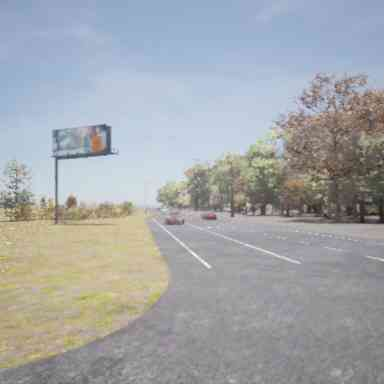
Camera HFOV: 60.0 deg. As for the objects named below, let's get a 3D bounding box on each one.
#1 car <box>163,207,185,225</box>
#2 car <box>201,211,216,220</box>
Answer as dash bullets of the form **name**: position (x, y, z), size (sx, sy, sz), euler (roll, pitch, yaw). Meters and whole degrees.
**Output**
- **car**: position (-2.180, 3.114, 40.969), size (2.097, 1.767, 4.553), euler (-1, -2, -9)
- **car**: position (2.700, 3.837, 55.049), size (1.994, 1.385, 4.181), euler (-1, -2, -9)
